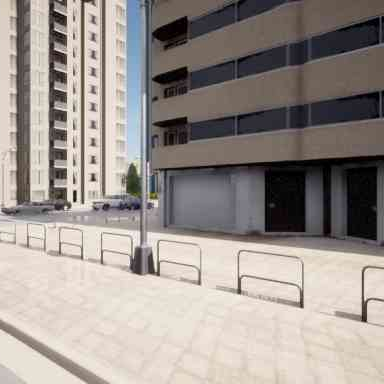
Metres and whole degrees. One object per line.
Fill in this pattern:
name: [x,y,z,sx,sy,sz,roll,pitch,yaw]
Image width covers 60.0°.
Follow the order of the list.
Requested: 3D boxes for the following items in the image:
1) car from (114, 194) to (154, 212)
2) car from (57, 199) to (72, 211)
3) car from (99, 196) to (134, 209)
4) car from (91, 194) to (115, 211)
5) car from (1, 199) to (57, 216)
car: [-6.732,1.407,40.768,2.097,1.767,4.553,0,0,39]
car: [-16.816,1.560,39.632,1.837,1.490,4.892,0,0,39]
car: [-10.711,1.407,47.271,2.097,1.767,4.553,0,0,39]
car: [-10.133,1.277,42.399,2.150,2.045,5.566,0,0,39]
car: [-16.767,1.656,34.075,1.895,1.301,4.718,0,0,38]
